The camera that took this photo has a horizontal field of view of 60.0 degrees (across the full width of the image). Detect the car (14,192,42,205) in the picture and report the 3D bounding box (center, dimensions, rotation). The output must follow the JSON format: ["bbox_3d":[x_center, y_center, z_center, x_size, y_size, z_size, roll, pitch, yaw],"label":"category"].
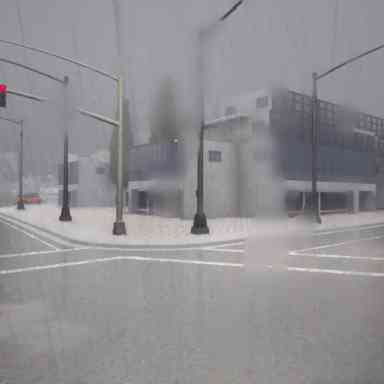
[{"bbox_3d":[-28.306,1.270,57.705,2.097,1.767,4.553,0,0,21],"label":"car"}]

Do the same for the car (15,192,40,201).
[{"bbox_3d":[-41.466,1.113,83.819,5.566,2.045,2.150,0,0,9],"label":"car"}]
